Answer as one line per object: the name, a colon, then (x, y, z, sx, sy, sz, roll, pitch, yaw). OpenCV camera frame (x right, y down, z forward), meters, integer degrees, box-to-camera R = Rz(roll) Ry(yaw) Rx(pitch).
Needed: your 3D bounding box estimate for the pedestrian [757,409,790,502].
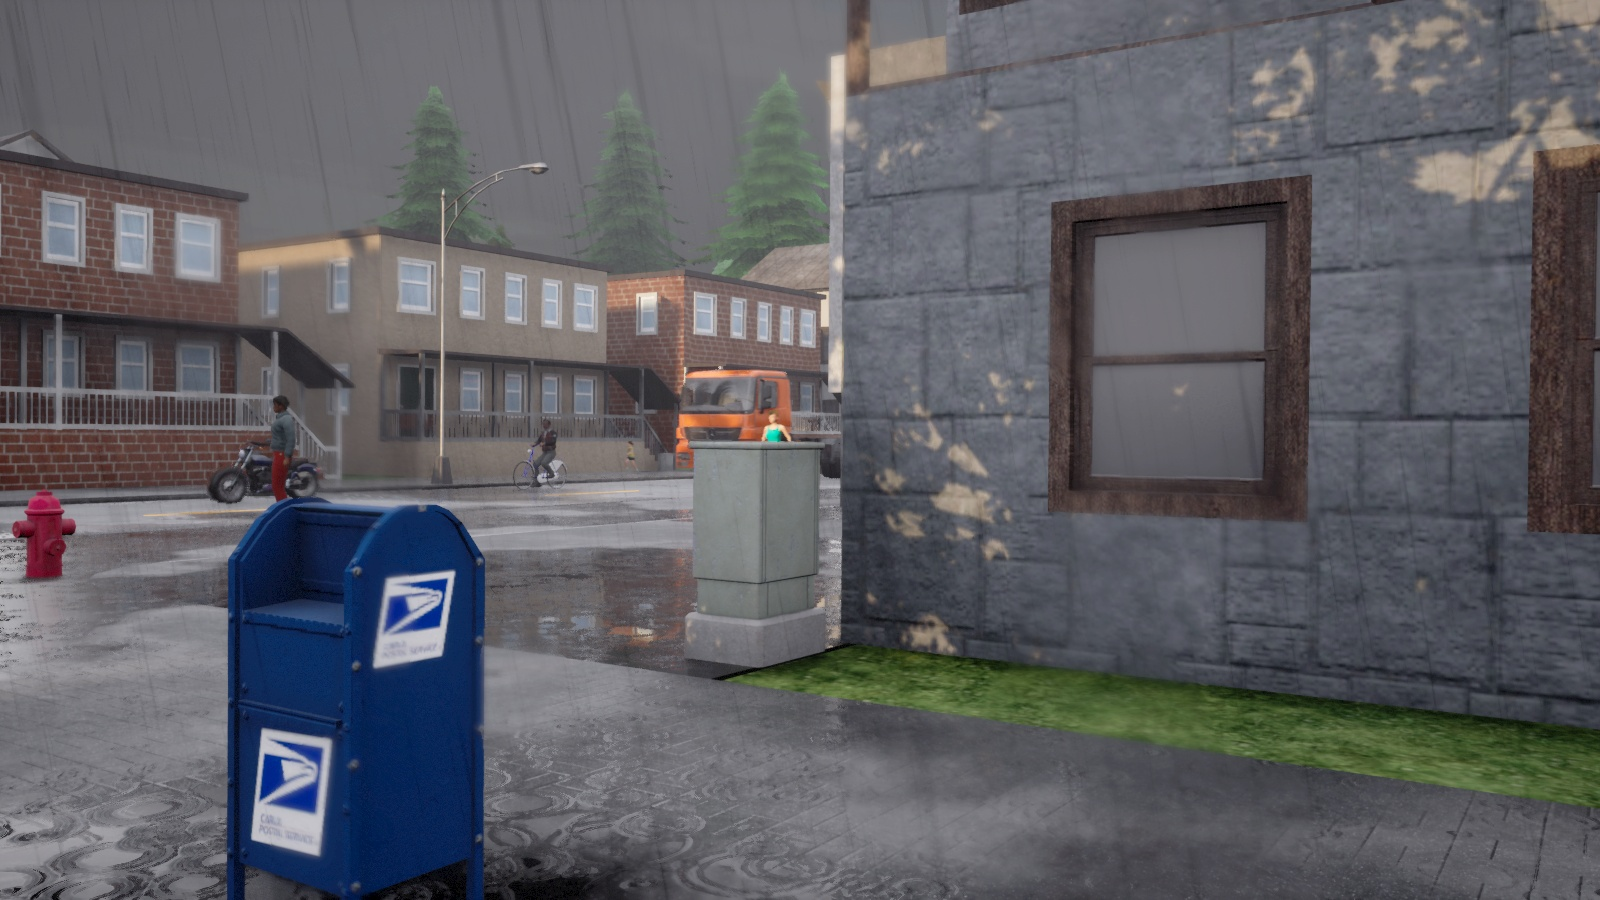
pedestrian: (-0.516, 0.105, 24.944, 0.345, 1.836, 0.594, 0, 1, 37)

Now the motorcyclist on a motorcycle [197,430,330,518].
motorcyclist on a motorcycle: (-10.610, 0.438, 24.933, 0.766, 1.649, 2.350, 0, 1, 33)

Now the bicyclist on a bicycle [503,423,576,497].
bicyclist on a bicycle: (-6.458, 0.233, 31.209, 0.659, 1.776, 1.843, 0, 0, 33)

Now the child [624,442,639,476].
child: (-5.597, 0.302, 41.744, 0.394, 1.110, 0.255, -1, 1, -41)

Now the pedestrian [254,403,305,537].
pedestrian: (-7.312, 0.267, 17.629, 0.614, 1.847, 0.353, -1, 1, -26)

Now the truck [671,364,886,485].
truck: (-0.477, -0.796, 40.251, 2.891, 3.462, 7.936, 0, 1, 33)
